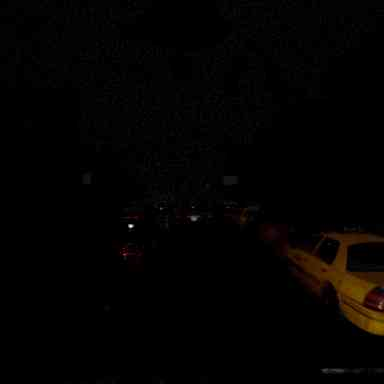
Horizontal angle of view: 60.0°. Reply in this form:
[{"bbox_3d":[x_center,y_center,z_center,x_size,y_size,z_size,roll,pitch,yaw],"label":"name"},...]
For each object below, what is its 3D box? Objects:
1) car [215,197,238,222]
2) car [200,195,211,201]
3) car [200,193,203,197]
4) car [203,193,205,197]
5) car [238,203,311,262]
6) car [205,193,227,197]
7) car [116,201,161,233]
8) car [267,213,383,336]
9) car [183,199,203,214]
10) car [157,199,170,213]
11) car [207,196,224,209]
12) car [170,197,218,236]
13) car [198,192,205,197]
[{"bbox_3d":[3.218,1.454,28.889,2.231,1.521,4.892,0,0,0],"label":"car"},{"bbox_3d":[3.183,1.409,78.614,2.231,1.521,4.892,0,0,0],"label":"car"},{"bbox_3d":[3.249,1.423,63.703,2.231,1.521,4.892,0,0,1],"label":"car"},{"bbox_3d":[3.203,1.307,51.089,2.185,1.767,4.553,0,0,0],"label":"car"},{"bbox_3d":[3.229,1.343,12.288,2.185,1.767,4.553,0,0,0],"label":"car"},{"bbox_3d":[3.211,1.192,40.099,2.435,2.045,5.566,0,0,0],"label":"car"},{"bbox_3d":[-3.151,1.487,19.549,1.837,1.490,4.892,0,0,0],"label":"car"},{"bbox_3d":[3.225,1.471,6.978,1.946,1.575,5.366,0,0,0],"label":"car"},{"bbox_3d":[0.088,1.531,36.028,1.994,1.385,4.181,0,0,0],"label":"car"},{"bbox_3d":[-3.162,1.492,36.440,1.812,1.442,4.674,0,0,0],"label":"car"},{"bbox_3d":[3.206,1.435,45.781,1.946,1.575,5.366,0,0,0],"label":"car"},{"bbox_3d":[0.099,1.335,18.396,2.097,1.767,4.553,0,0,0],"label":"car"},{"bbox_3d":[3.187,1.162,73.124,2.435,2.045,5.566,0,0,0],"label":"car"}]
